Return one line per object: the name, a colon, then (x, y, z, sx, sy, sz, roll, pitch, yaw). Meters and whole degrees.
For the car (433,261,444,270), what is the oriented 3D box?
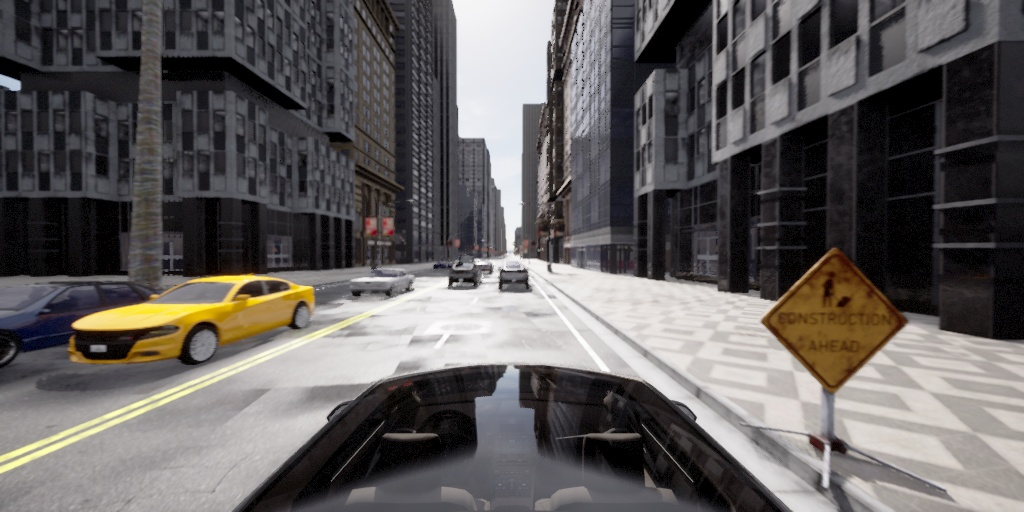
car: (-9.793, 1.324, 50.393, 1.895, 1.301, 4.718, 0, 0, 0)

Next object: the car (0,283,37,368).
car: (-9.845, 1.276, 7.844, 2.033, 1.411, 5.357, 0, 0, 0)

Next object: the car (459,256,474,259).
car: (-6.539, 0.947, 51.357, 2.150, 2.045, 5.566, 0, 0, 0)

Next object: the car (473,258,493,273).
car: (-3.139, 1.256, 41.747, 2.033, 1.411, 5.357, 0, 0, 0)

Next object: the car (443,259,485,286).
car: (-3.140, 1.207, 24.470, 1.837, 1.490, 4.892, 0, 0, 0)

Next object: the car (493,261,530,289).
car: (0.111, 1.194, 22.763, 2.128, 1.511, 4.902, 0, 0, 0)

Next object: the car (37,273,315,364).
car: (-6.589, 1.205, 8.222, 1.882, 1.535, 5.008, 0, 0, 0)

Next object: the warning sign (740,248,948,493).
warning sign: (2.850, 0.858, 3.248, 1.300, 1.860, 1.060, 0, 0, 0)

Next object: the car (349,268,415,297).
car: (-6.543, 1.306, 18.538, 1.895, 1.301, 4.718, 0, 0, 1)
